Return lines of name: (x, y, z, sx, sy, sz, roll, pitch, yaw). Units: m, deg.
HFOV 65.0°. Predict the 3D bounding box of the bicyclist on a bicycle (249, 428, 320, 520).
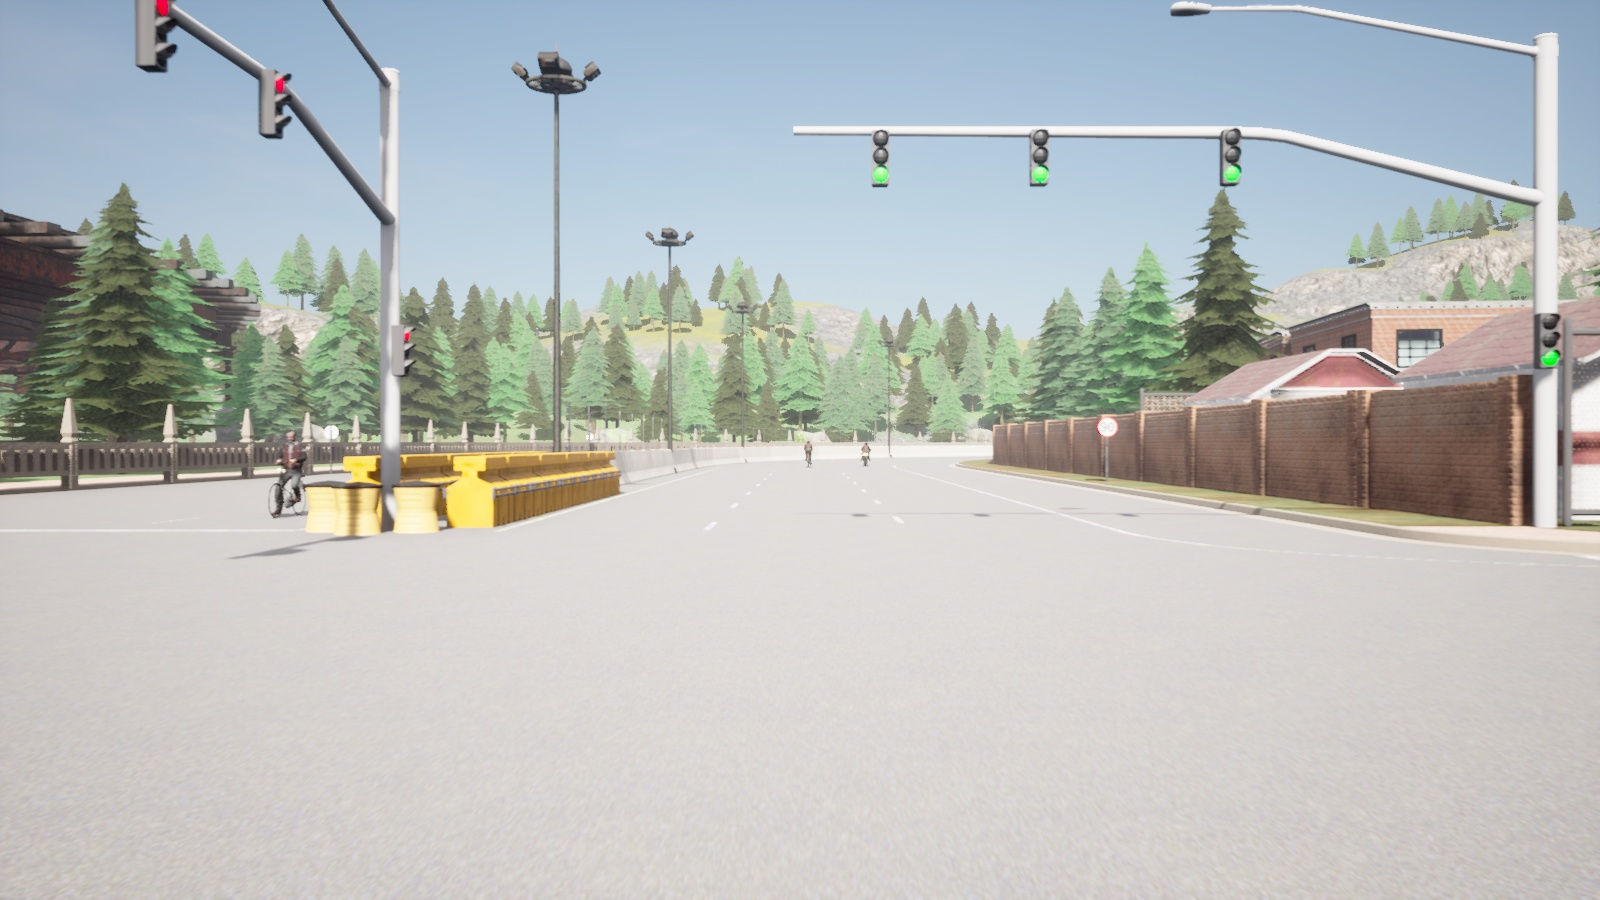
bicyclist on a bicycle: (-10.342, 0.467, 25.261, 0.659, 1.776, 1.843, 0, 0, 0)
